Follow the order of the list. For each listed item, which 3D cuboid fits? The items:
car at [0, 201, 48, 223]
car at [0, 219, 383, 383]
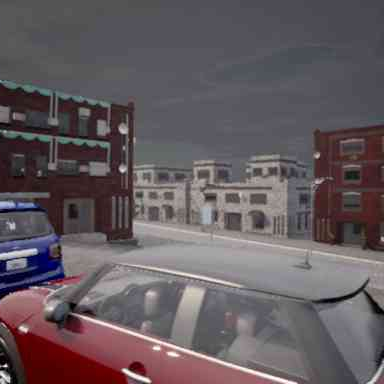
[{"bbox_3d":[-4.889,1.190,6.605,5.566,2.045,2.435,0,0,34],"label":"car"},{"bbox_3d":[-0.258,1.338,3.439,4.553,1.767,2.185,1,0,35],"label":"car"}]
